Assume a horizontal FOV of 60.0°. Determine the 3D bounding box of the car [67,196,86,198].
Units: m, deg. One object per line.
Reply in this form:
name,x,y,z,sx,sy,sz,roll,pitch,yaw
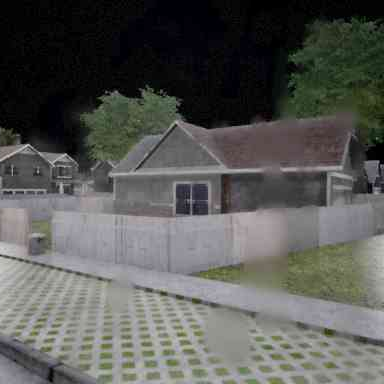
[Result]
car,-12.753,1.166,36.183,1.837,1.490,4.892,1,1,34
